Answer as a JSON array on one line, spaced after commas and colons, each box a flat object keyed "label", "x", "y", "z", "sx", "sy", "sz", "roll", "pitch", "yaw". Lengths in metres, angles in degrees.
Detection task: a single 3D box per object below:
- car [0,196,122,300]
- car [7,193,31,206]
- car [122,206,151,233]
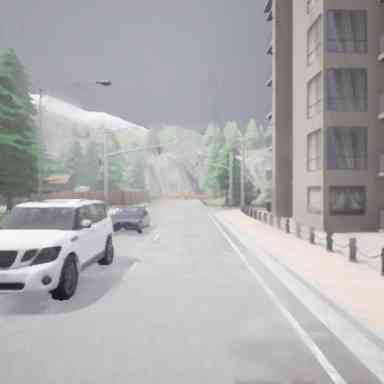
[{"label": "car", "x": -3.603, "y": 1.224, "z": 8.767, "sx": 2.150, "sy": 2.045, "sz": 5.566, "roll": 0, "pitch": 0, "yaw": 0}, {"label": "car", "x": -27.604, "y": 1.166, "z": 53.130, "sx": 1.905, "sy": 1.878, "sz": 3.866, "roll": 0, "pitch": 0, "yaw": -1}, {"label": "car", "x": -3.591, "y": 1.545, "z": 19.823, "sx": 2.033, "sy": 1.411, "sz": 5.357, "roll": 0, "pitch": 0, "yaw": 0}]
